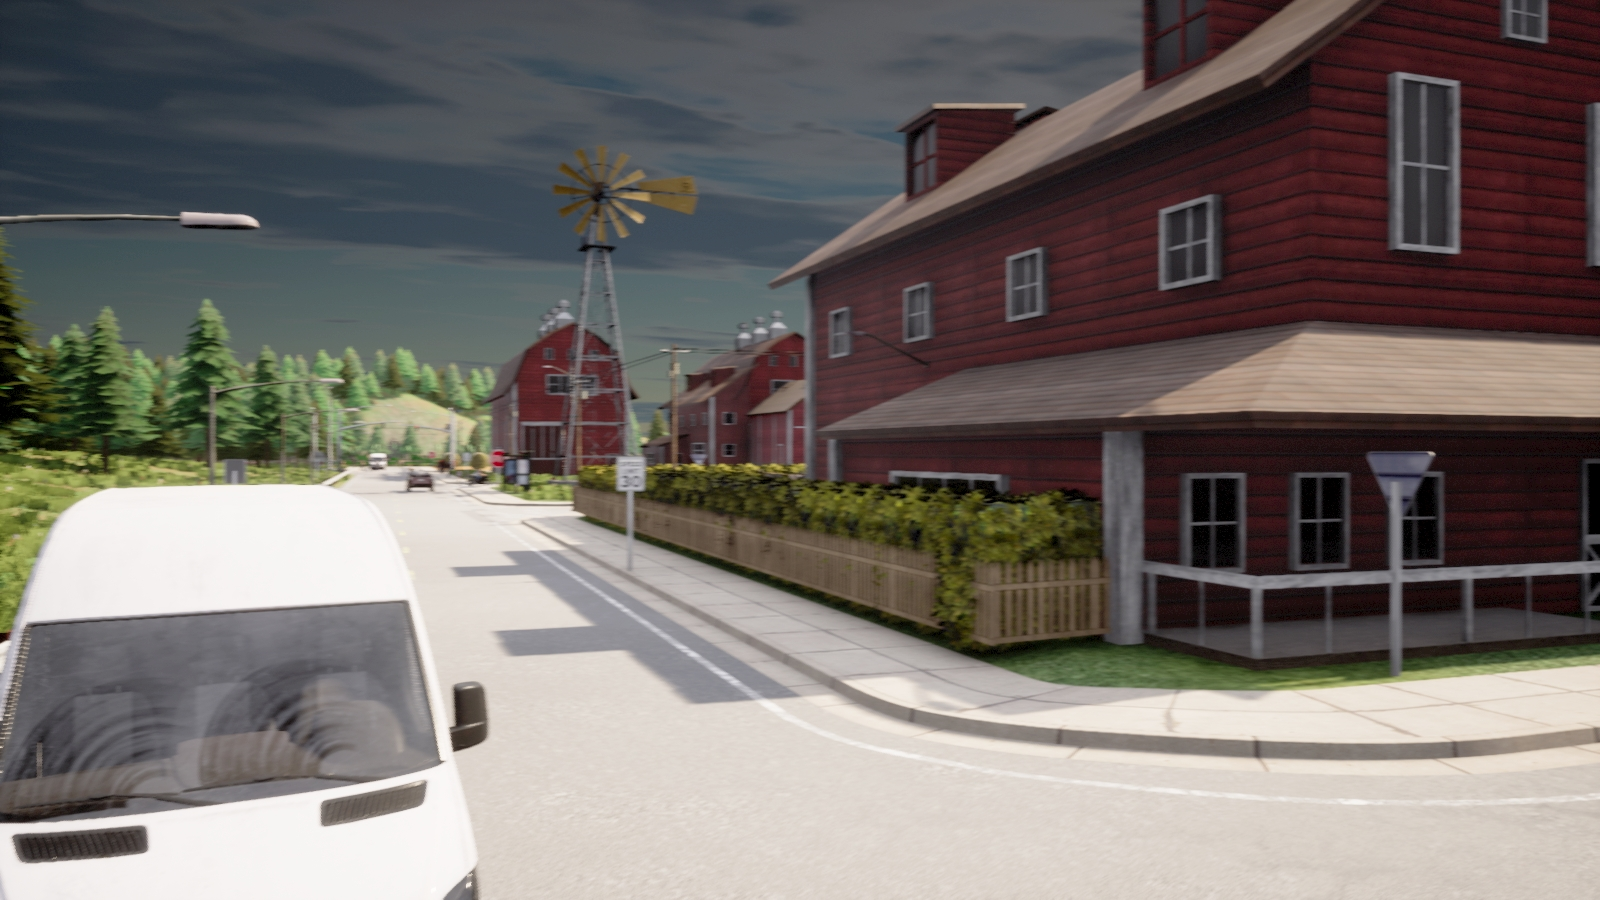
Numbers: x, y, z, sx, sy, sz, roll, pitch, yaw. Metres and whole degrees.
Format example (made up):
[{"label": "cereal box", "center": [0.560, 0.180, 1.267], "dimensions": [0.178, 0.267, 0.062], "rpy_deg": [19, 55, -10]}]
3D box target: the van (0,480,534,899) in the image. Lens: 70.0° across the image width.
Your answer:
[{"label": "van", "center": [-3.278, 1.530, 6.571], "dimensions": [1.988, 2.561, 5.915], "rpy_deg": [0, 0, -28]}]
